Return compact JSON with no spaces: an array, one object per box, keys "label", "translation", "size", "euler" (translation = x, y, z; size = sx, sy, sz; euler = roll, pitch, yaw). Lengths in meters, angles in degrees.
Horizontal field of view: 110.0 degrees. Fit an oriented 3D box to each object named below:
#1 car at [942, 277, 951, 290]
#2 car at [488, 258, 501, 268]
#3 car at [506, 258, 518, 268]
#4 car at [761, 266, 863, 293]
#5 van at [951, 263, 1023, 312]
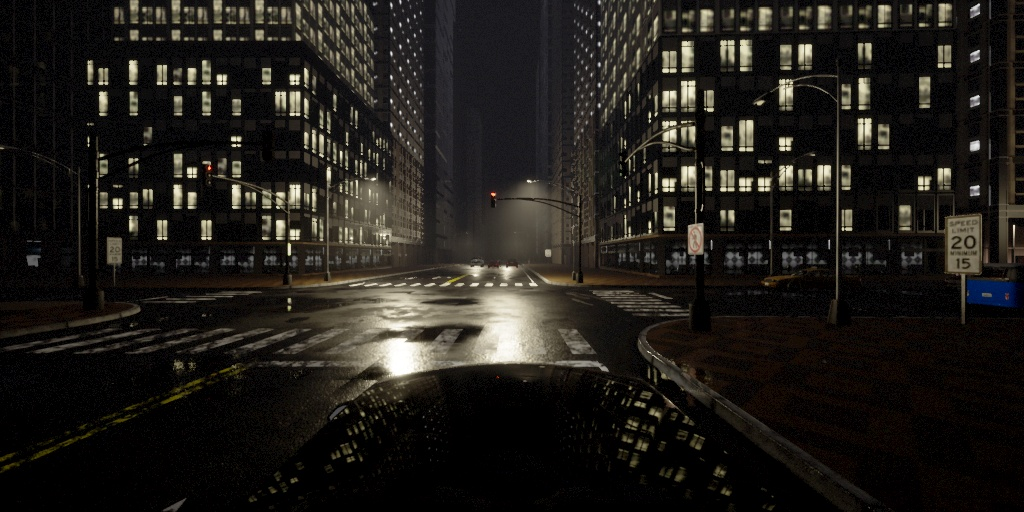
[{"label":"car","translation":[26.923,1.356,20.089],"size":[4.207,1.307,1.802],"euler":[0,0,2]},{"label":"car","translation":[-3.245,1.460,63.190],"size":[1.895,1.301,4.718],"euler":[0,0,0]},{"label":"car","translation":[0.005,1.212,63.546],"size":[2.097,1.767,4.553],"euler":[0,0,0]},{"label":"car","translation":[17.089,1.293,20.574],"size":[4.829,1.417,1.751],"euler":[0,0,2]},{"label":"van","translation":[18.359,1.119,12.402],"size":[3.998,1.789,1.690],"euler":[0,0,2]}]
